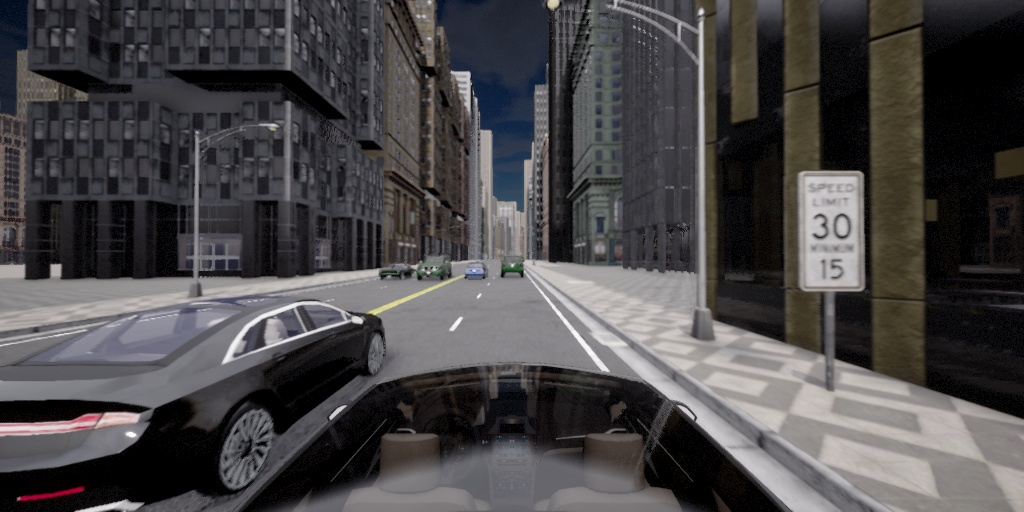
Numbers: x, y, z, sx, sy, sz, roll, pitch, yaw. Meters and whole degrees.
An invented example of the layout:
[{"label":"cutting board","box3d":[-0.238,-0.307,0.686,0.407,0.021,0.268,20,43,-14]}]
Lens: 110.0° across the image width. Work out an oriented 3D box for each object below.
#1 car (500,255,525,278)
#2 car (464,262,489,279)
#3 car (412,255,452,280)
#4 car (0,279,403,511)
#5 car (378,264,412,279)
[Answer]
[{"label":"car","box3d":[0.040,0.951,34.149,2.150,2.045,5.566,0,0,0]},{"label":"car","box3d":[-3.154,1.278,32.508,2.033,1.411,5.357,0,0,0]},{"label":"car","box3d":[-6.505,0.959,30.667,2.150,2.045,5.566,0,0,0]},{"label":"car","box3d":[-3.151,1.240,4.460,2.128,1.511,4.902,0,0,0]},{"label":"car","box3d":[-9.755,1.335,30.690,1.895,1.301,4.718,0,0,0]}]
